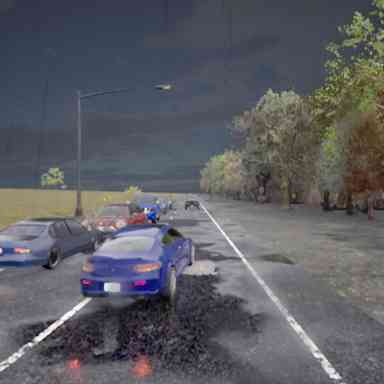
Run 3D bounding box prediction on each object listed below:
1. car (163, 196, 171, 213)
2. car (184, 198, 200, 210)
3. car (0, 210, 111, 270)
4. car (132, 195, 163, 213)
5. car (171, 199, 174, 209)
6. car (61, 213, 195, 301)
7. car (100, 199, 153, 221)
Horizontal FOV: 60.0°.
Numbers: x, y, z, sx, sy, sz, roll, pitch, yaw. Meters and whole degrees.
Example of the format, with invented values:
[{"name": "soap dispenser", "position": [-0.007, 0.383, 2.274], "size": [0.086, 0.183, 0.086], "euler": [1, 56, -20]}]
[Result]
[{"name": "car", "position": [-3.640, 1.383, 35.166], "size": [2.097, 1.767, 4.553], "euler": [0, 0, 0]}, {"name": "car", "position": [0.002, 1.541, 44.258], "size": [1.837, 1.490, 4.892], "euler": [0, 0, 0]}, {"name": "car", "position": [-4.729, 1.560, 11.072], "size": [2.033, 1.411, 5.357], "euler": [0, 0, 7]}, {"name": "car", "position": [-3.637, 1.246, 25.162], "size": [2.150, 2.045, 5.566], "euler": [0, 0, -1]}, {"name": "car", "position": [-3.652, 1.388, 45.173], "size": [2.097, 1.767, 4.553], "euler": [0, 0, 0]}, {"name": "car", "position": [-1.104, 1.514, 8.303], "size": [1.812, 1.442, 4.674], "euler": [-1, 1, 9]}, {"name": "car", "position": [-3.554, 1.368, 15.838], "size": [2.097, 1.767, 4.553], "euler": [0, 0, 7]}]
